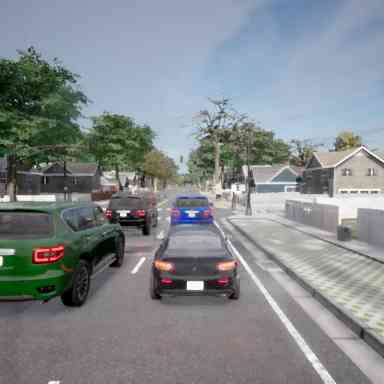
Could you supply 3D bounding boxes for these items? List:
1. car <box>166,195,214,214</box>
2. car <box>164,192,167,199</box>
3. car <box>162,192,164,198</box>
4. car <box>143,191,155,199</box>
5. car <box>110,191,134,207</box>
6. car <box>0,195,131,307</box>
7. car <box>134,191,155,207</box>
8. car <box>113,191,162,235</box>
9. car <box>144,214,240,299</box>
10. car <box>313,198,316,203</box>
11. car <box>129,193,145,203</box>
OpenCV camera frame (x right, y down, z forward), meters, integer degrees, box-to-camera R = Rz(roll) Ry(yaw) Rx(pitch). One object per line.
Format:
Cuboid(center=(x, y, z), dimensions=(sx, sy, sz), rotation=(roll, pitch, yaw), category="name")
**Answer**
Cuboid(center=(0.033, 1.159, 18.314), dimensions=(2.150, 2.045, 5.566), rotation=(0, 0, 1), category="car")
Cuboid(center=(-6.454, 0.733, 73.068), dimensions=(2.128, 1.511, 4.902), rotation=(0, 1, 0), category="car")
Cuboid(center=(-6.540, 1.080, 58.832), dimensions=(1.994, 1.385, 4.181), rotation=(0, 1, 0), category="car")
Cuboid(center=(-9.703, 0.686, 74.836), dimensions=(2.128, 1.511, 4.902), rotation=(0, 1, 0), category="car")
Cuboid(center=(-9.818, 0.888, 46.962), dimensions=(2.150, 2.045, 5.566), rotation=(0, 1, 0), category="car")
Cuboid(center=(-3.183, 1.209, 8.089), dimensions=(2.150, 2.045, 5.566), rotation=(0, 0, 1), category="car")
Cuboid(center=(-6.568, 0.888, 46.907), dimensions=(2.150, 2.045, 5.566), rotation=(0, 1, 0), category="car")
Cuboid(center=(-3.215, 1.158, 18.441), dimensions=(2.150, 2.045, 5.566), rotation=(0, 0, 1), category="car")
Cuboid(center=(0.071, 1.513, 8.281), dimensions=(1.812, 1.442, 4.674), rotation=(0, 0, 0), category="car")
Cuboid(center=(12.946, 1.310, 34.450), dimensions=(4.718, 1.301, 1.895), rotation=(0, 1, -2), category="car")
Cuboid(center=(-9.787, 0.992, 59.563), dimensions=(2.128, 1.511, 4.902), rotation=(0, 1, 0), category="car")
